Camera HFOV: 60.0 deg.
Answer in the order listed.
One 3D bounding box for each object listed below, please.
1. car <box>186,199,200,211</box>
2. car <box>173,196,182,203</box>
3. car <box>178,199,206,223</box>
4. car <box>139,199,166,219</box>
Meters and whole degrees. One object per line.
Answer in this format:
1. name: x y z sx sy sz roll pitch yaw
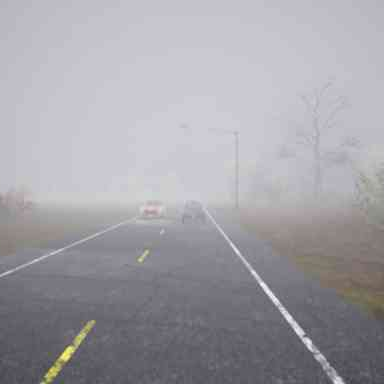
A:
1. car: 0.130 1.711 44.881 1.837 1.490 4.892 0 0 0
2. car: -3.443 1.682 81.421 2.097 1.767 4.553 0 0 0
3. car: 0.119 1.626 27.166 2.128 1.511 4.902 0 0 0
4. car: -3.574 1.502 30.939 2.097 1.767 4.553 0 0 0
